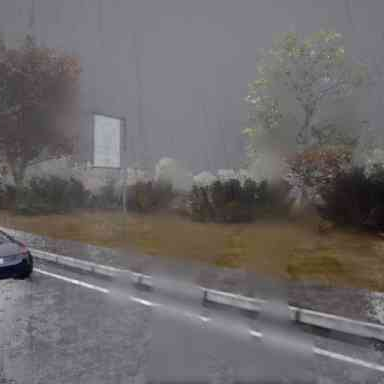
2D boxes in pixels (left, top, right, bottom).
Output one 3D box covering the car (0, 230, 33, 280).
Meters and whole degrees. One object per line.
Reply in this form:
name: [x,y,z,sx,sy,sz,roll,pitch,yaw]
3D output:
car: [-6.037,1.573,8.911,4.181,1.385,1.994,0,0,39]
